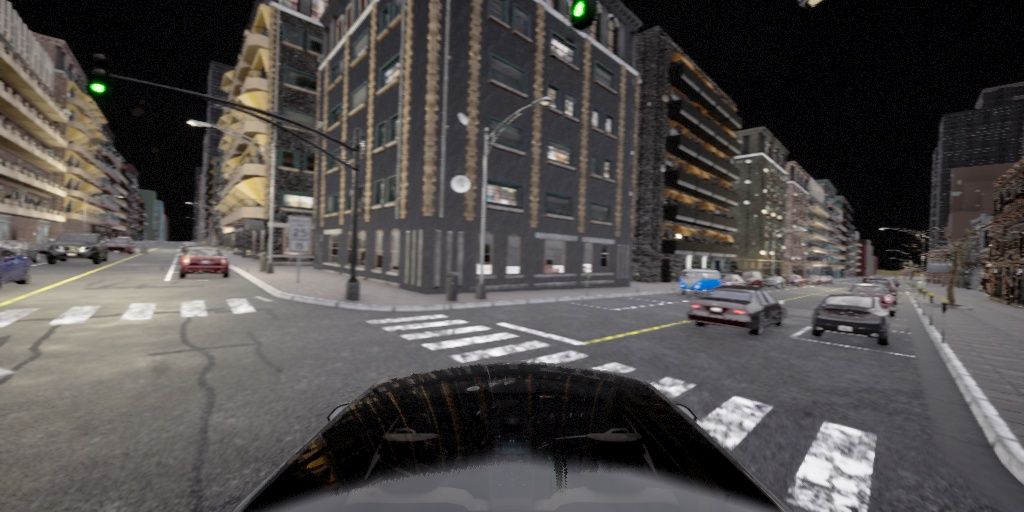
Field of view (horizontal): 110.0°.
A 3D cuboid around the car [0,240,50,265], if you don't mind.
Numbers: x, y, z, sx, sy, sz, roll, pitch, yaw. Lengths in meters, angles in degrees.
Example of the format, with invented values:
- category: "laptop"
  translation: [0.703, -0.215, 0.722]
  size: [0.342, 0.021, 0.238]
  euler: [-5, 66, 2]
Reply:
- category: "car"
  translation: [-30.101, -0.230, 21.483]
  size: [2.007, 1.370, 4.403]
  euler: [0, 0, -42]

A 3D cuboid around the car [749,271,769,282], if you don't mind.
- category: "car"
  translation: [21.041, 2.240, 32.414]
  size: [5.009, 1.841, 2.192]
  euler: [0, 0, -43]

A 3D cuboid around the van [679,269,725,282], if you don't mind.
- category: "van"
  translation: [13.136, 1.846, 25.047]
  size: [3.998, 1.789, 1.690]
  euler: [0, 0, -43]

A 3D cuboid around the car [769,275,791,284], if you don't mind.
- category: "car"
  translation: [28.947, 2.895, 39.782]
  size: [4.403, 1.370, 2.007]
  euler: [0, 0, -43]

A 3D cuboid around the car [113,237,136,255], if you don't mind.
- category: "car"
  translation: [-41.253, -1.093, 37.721]
  size: [2.097, 1.767, 4.553]
  euler: [2, 1, -42]

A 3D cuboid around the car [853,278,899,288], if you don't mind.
- category: "car"
  translation: [18.834, 2.190, 18.907]
  size: [4.097, 1.591, 1.967]
  euler: [0, 0, -43]

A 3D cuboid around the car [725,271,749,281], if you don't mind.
- category: "car"
  translation: [17.089, 2.155, 28.731]
  size: [4.097, 1.591, 1.967]
  euler: [0, 0, -43]

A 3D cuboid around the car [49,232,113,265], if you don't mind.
- category: "car"
  translation: [-28.868, -0.543, 24.010]
  size: [2.150, 2.045, 5.566]
  euler: [2, 1, -43]

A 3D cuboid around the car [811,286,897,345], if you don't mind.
- category: "car"
  translation: [10.930, 1.881, 11.539]
  size: [4.403, 1.370, 2.007]
  euler: [0, 0, -43]

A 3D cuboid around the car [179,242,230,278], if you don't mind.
- category: "car"
  translation: [-16.206, 0.249, 18.847]
  size: [1.967, 1.591, 4.097]
  euler: [0, 0, -42]

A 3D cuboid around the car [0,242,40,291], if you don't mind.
- category: "car"
  translation: [-17.582, 0.377, 11.624]
  size: [1.812, 1.442, 4.674]
  euler: [2, 1, -42]

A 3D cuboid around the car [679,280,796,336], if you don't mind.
- category: "car"
  translation: [7.879, 1.735, 12.344]
  size: [5.357, 1.411, 2.033]
  euler: [3, 0, -43]

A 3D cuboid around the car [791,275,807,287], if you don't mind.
- category: "car"
  translation: [36.852, 3.204, 47.149]
  size: [4.097, 1.591, 1.967]
  euler: [0, 0, -43]

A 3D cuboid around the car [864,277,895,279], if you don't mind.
- category: "car"
  translation: [26.740, 2.485, 26.274]
  size: [5.009, 1.841, 2.192]
  euler: [0, 0, -43]
